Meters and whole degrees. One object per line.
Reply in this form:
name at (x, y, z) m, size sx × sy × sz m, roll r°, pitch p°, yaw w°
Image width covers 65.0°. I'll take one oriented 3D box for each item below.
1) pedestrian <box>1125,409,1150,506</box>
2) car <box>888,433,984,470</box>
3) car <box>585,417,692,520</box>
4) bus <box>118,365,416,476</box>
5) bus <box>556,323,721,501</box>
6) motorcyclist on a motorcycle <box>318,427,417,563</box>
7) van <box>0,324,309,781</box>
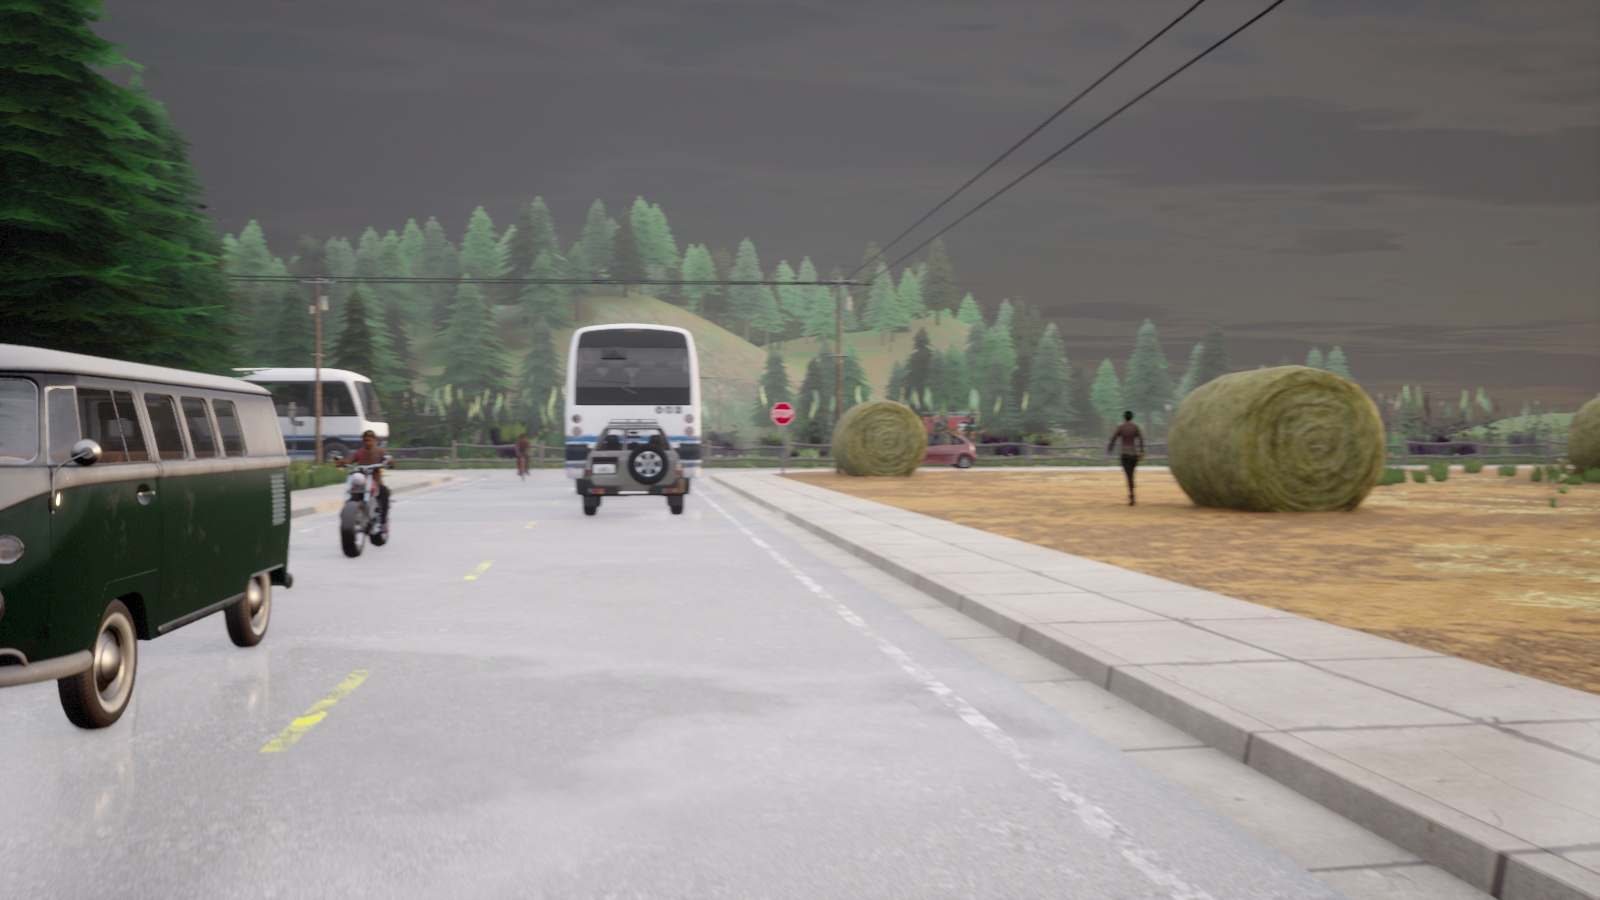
pedestrian at (6.430, 0.137, 23.954) m, size 0.328 × 1.805 × 0.869 m, roll 0°, pitch 1°, yaw 7°
car at (6.059, 0.036, 56.183) m, size 3.988 × 1.617 × 1.851 m, roll 0°, pitch 1°, yaw -5°
car at (-3.212, 0.310, 25.139) m, size 1.932 × 1.855 × 4.605 m, roll 0°, pitch 1°, yaw -7°
bus at (-21.157, -1.170, 50.476) m, size 10.273 × 4.253 × 3.944 m, roll 0°, pitch 1°, yaw -5°
bus at (-4.530, -0.986, 35.315) m, size 3.944 × 4.253 × 10.273 m, roll 0°, pitch 1°, yaw -7°
motorcyclist on a motorcycle at (-5.612, 0.533, 16.437) m, size 0.766 × 1.649 × 2.350 m, roll 0°, pitch 1°, yaw -7°
van at (-4.463, 0.426, 7.566) m, size 1.775 × 1.987 × 4.442 m, roll 0°, pitch 1°, yaw -7°
